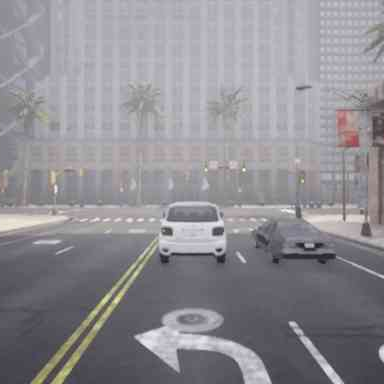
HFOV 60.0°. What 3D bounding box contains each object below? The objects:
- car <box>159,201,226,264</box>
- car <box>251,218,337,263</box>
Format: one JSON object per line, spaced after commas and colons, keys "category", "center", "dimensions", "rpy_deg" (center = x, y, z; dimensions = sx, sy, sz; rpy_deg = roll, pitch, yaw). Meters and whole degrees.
{"category": "car", "center": [0.035, 1.352, 12.544], "dimensions": [2.150, 2.045, 5.566], "rpy_deg": [0, 0, 0]}
{"category": "car", "center": [3.534, 1.675, 12.485], "dimensions": [2.033, 1.411, 5.357], "rpy_deg": [0, -1, 0]}
